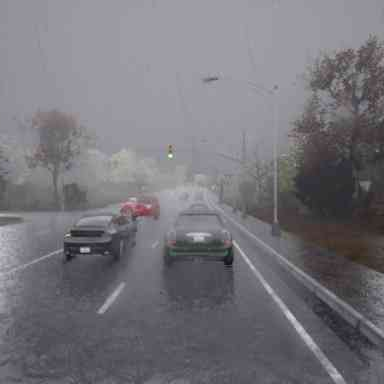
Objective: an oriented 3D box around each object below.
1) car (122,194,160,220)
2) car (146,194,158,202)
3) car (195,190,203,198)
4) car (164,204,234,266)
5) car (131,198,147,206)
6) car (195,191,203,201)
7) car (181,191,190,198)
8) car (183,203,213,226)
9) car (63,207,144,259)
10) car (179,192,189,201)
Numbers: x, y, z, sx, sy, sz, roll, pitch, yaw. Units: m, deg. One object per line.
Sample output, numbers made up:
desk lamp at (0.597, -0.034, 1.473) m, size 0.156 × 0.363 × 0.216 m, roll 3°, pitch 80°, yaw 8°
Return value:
car at (-4.467, 1.299, 28.402) m, size 2.150 × 2.045 × 5.566 m, roll 1°, pitch -1°, yaw -24°
car at (-9.010, 1.304, 74.786) m, size 1.882 × 1.535 × 5.008 m, roll 0°, pitch 2°, yaw 1°
car at (1.773, 0.410, 87.001) m, size 2.097 × 1.767 × 4.553 m, roll 0°, pitch 3°, yaw 1°
car at (0.223, 1.384, 11.766) m, size 2.097 × 1.767 × 4.553 m, roll 0°, pitch 0°, yaw 1°
car at (-9.407, 1.760, 59.276) m, size 1.895 × 1.301 × 4.718 m, roll 0°, pitch 0°, yaw 2°
car at (1.535, 1.262, 76.624) m, size 2.033 × 1.411 × 5.357 m, roll 0°, pitch 3°, yaw 1°
car at (-1.725, 0.593, 87.121) m, size 2.033 × 1.411 × 5.357 m, roll 0°, pitch 3°, yaw 1°
car at (0.463, 1.616, 25.030) m, size 2.033 × 1.411 × 5.357 m, roll 0°, pitch 0°, yaw 1°
car at (-3.267, 1.539, 12.693) m, size 1.837 × 1.490 × 4.892 m, roll 0°, pitch 0°, yaw 1°
car at (-1.964, 1.261, 76.704) m, size 2.033 × 1.411 × 5.357 m, roll 0°, pitch 3°, yaw 1°
